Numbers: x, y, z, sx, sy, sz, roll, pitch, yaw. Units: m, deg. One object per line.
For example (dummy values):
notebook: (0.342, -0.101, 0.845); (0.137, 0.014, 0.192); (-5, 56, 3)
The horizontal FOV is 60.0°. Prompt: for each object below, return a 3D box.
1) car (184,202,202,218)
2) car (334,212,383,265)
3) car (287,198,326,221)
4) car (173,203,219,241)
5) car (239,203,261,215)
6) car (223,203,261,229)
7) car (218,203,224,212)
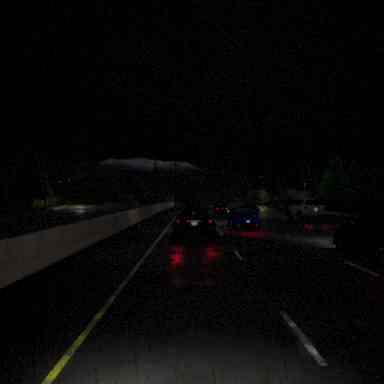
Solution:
car: (0.123, 1.944, 36.545); (1.837, 1.490, 4.892); (0, -1, 0)
car: (7.108, 1.498, 12.346); (2.097, 1.767, 4.553); (0, -1, 0)
car: (10.617, 1.594, 31.166); (2.150, 2.045, 5.566); (0, -1, 0)
car: (0.110, 1.566, 17.982); (2.097, 1.767, 4.553); (0, -1, 0)
car: (7.124, 2.055, 41.030); (1.994, 1.385, 4.181); (0, -1, 0)
car: (3.614, 1.764, 23.878); (1.882, 1.535, 5.008); (0, -1, 0)
car: (3.625, 2.056, 42.248); (2.033, 1.411, 5.357); (0, -1, 0)
